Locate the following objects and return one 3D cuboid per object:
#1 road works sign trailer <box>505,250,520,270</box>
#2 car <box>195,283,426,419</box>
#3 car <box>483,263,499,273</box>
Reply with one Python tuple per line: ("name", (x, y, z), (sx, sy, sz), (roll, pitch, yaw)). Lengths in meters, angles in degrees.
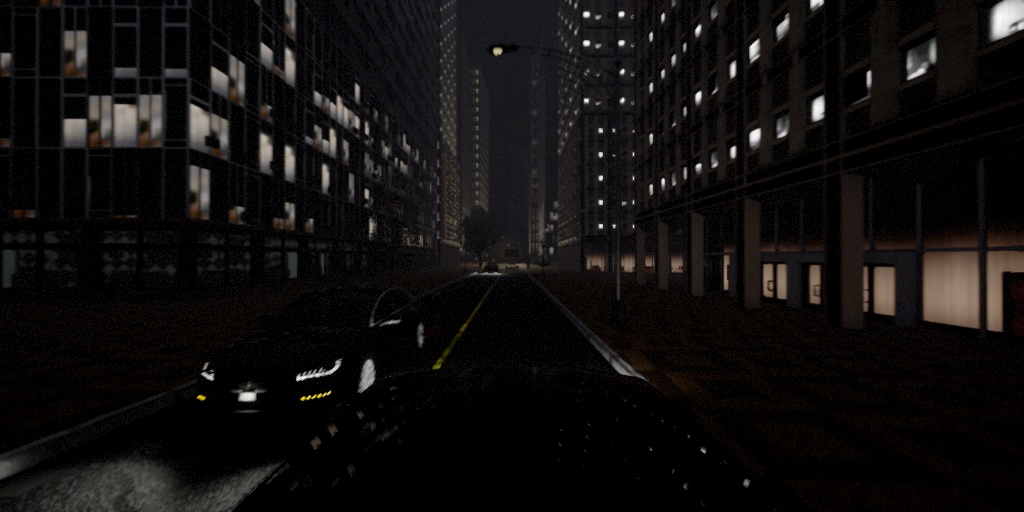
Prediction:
("road works sign trailer", (-0.009, 0.620, 62.628), (2.380, 3.560, 2.880), (0, 0, 0))
("car", (-2.851, 1.279, 6.295), (1.837, 1.490, 4.892), (0, 0, 0))
("car", (-2.825, 1.620, 49.475), (1.994, 1.385, 4.181), (0, -1, 0))
